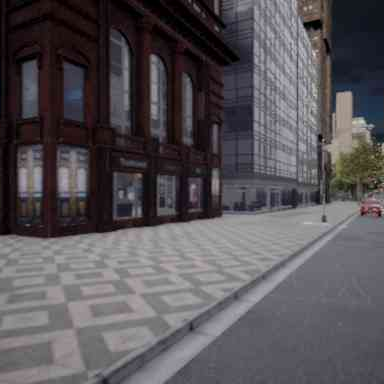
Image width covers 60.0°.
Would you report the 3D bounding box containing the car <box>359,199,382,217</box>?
[{"bbox_3d":[21.764,1.884,40.477,2.150,2.045,5.566,0,-1,29],"label":"car"}]
